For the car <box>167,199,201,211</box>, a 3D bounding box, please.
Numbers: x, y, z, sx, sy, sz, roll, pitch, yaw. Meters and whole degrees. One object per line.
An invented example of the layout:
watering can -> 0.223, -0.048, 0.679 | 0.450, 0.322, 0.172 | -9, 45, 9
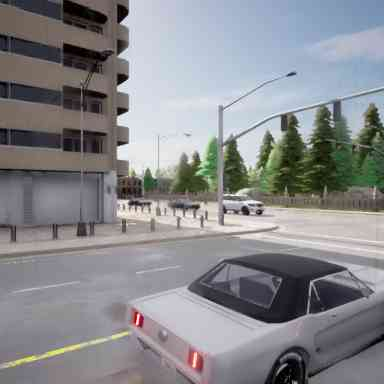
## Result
car -> -1.098, 1.603, 42.721 | 2.033, 1.411, 5.357 | 0, 0, -36

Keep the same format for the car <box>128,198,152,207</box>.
car -> -8.319, 1.602, 52.804 | 2.033, 1.411, 5.357 | 0, 0, -35

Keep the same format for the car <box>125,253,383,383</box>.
car -> 1.567, 1.601, 4.897 | 4.718, 1.301, 1.895 | 0, 0, -35

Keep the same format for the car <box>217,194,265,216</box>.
car -> 4.967, 1.278, 34.293 | 2.150, 2.045, 5.566 | 0, 0, -36
